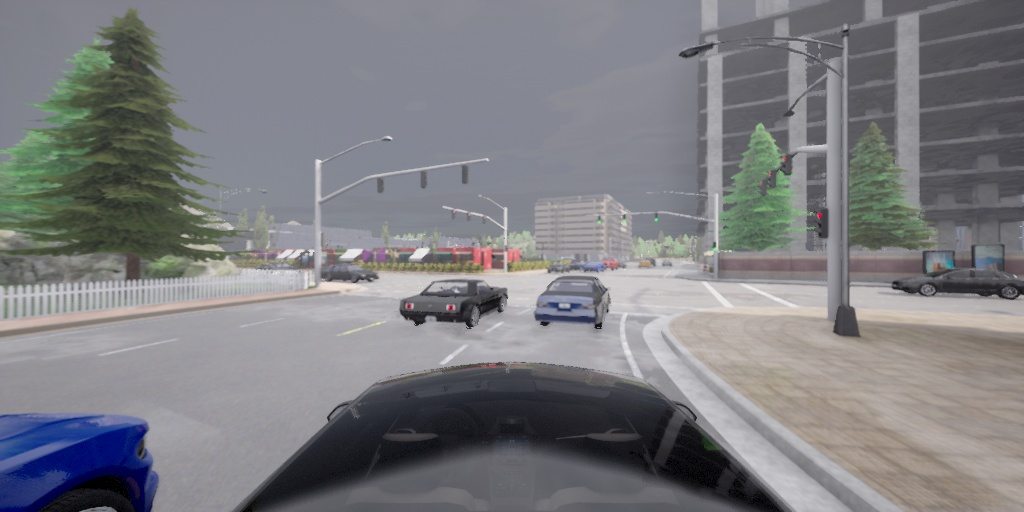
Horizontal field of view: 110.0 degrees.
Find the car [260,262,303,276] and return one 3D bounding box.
[{"bbox_3d":[-25.224,1.414,39.197,4.674,1.442,1.812,0,0,26],"label":"car"}]

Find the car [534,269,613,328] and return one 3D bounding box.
[{"bbox_3d":[2.134,1.337,11.650,2.033,1.411,5.357,0,0,18],"label":"car"}]

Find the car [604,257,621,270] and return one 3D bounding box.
[{"bbox_3d":[15.057,1.193,55.930,2.150,2.045,5.566,0,0,26],"label":"car"}]

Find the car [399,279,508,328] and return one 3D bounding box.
[{"bbox_3d":[-1.558,1.383,11.611,1.895,1.301,4.718,0,0,15],"label":"car"}]

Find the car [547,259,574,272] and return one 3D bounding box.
[{"bbox_3d":[5.951,1.479,45.216,1.994,1.385,4.181,0,0,26],"label":"car"}]

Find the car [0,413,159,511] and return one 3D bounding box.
[{"bbox_3d":[-3.203,1.216,0.244,1.882,1.535,5.008,0,0,-2],"label":"car"}]

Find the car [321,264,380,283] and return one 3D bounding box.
[{"bbox_3d":[-13.424,1.424,29.455,5.357,1.411,2.033,0,0,26],"label":"car"}]

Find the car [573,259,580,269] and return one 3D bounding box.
[{"bbox_3d":[9.778,1.551,53.096,1.895,1.301,4.718,0,0,26],"label":"car"}]

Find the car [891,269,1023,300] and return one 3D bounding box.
[{"bbox_3d":[23.738,1.418,19.131,4.892,1.490,1.837,0,0,26],"label":"car"}]

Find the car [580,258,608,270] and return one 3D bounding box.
[{"bbox_3d":[10.833,1.409,47.263,1.882,1.535,5.008,0,0,26],"label":"car"}]

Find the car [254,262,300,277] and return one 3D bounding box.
[{"bbox_3d":[-22.156,1.367,33.768,4.902,1.511,2.128,0,0,26],"label":"car"}]

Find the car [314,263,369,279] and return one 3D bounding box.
[{"bbox_3d":[-16.645,1.438,34.949,5.357,1.411,2.033,0,0,26],"label":"car"}]
